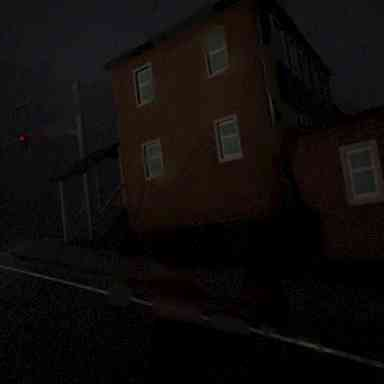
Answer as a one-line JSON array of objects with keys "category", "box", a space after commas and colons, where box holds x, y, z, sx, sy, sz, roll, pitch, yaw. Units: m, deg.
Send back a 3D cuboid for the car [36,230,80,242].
[{"category": "car", "box": [-10.877, 4.037, 28.509, 2.128, 1.511, 4.902, -11, -11, 35]}]
